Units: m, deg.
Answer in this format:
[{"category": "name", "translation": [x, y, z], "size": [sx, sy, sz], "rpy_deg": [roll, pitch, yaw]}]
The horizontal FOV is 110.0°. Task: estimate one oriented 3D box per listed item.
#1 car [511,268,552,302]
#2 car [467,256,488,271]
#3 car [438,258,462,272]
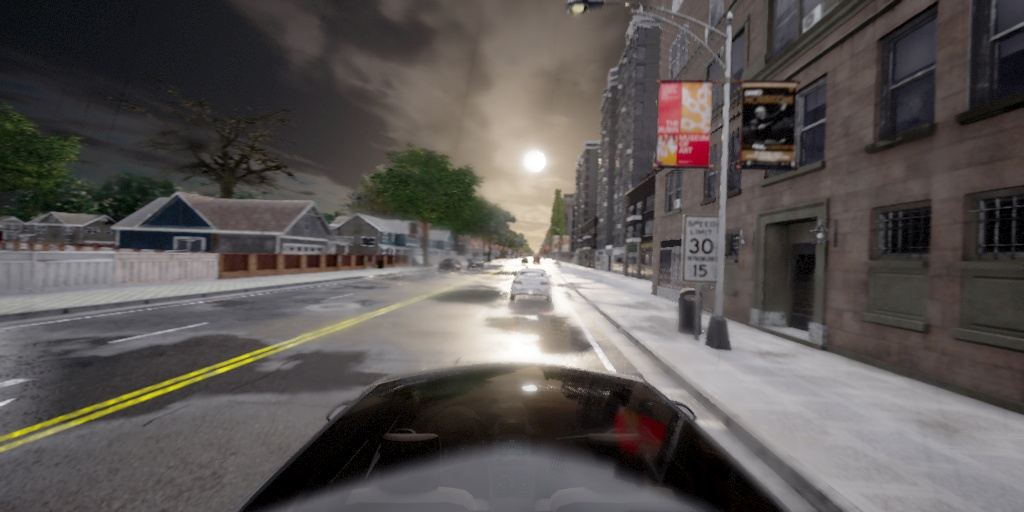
[{"category": "car", "translation": [0.977, 1.318, 17.483], "size": [1.812, 1.442, 4.674], "rpy_deg": [2, 0, 4]}, {"category": "car", "translation": [-3.859, 0.779, 40.897], "size": [1.837, 1.490, 4.892], "rpy_deg": [2, 0, 4]}, {"category": "car", "translation": [-7.096, 0.984, 41.326], "size": [1.882, 1.535, 5.008], "rpy_deg": [2, 0, 4]}]
